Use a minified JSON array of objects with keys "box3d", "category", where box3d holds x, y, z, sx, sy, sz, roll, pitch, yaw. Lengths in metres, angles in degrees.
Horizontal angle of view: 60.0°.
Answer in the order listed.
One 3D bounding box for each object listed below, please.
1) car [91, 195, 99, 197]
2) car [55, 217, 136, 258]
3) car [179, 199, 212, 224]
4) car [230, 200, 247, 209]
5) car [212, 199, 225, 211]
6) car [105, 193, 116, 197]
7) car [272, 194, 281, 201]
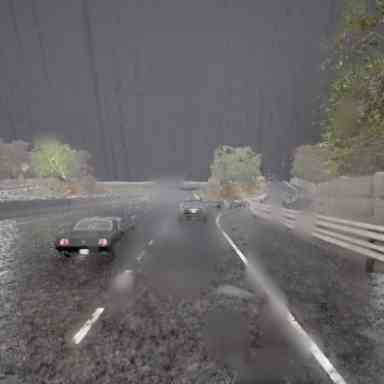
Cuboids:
[{"box3d":[-24.534,1.556,84.082,1.812,1.442,4.674,0,0,0],"category":"car"},{"box3d":[-3.407,1.603,12.744,1.895,1.301,4.718,0,0,0],"category":"car"},{"box3d":[0.244,1.357,25.108,2.097,1.767,4.553,0,0,4],"category":"car"},{"box3d":[7.777,2.012,55.990,1.812,1.442,4.674,0,-1,24],"category":"car"},{"box3d":[3.010,1.592,42.479,2.128,1.511,4.902,2,-2,15],"category":"car"},{"box3d":[-21.034,1.558,84.083,2.128,1.511,4.902,0,0,0],"category":"car"},{"box3d":[22.777,1.696,89.754,2.097,1.767,4.553,0,3,20],"category":"car"}]
